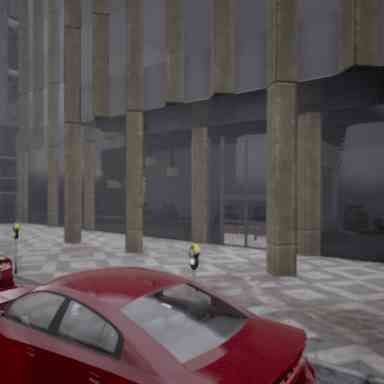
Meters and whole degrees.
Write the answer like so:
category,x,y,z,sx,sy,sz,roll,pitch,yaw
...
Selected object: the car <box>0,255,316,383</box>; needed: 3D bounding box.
category,x,y,z,sx,sy,sz,roll,pitch,yaw
car,-1.026,1.533,3.696,4.507,1.381,1.887,0,0,36
